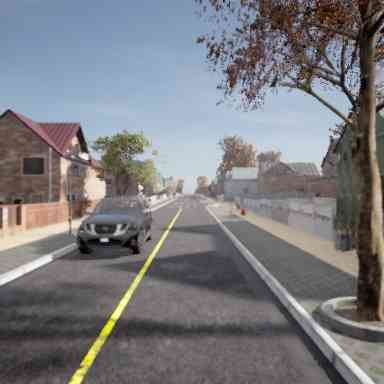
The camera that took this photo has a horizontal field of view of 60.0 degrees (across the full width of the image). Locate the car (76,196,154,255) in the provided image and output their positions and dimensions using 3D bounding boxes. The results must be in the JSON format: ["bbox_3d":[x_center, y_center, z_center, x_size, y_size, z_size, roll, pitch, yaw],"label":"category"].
[{"bbox_3d":[-2.862,1.209,13.635,2.150,2.045,5.566,0,0,0],"label":"car"}]

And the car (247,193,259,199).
[{"bbox_3d":[11.328,0.896,54.654,4.553,1.767,2.097,-2,-1,1],"label":"car"}]
